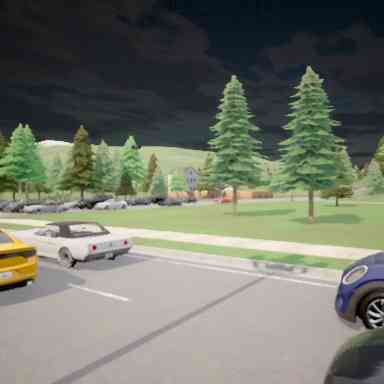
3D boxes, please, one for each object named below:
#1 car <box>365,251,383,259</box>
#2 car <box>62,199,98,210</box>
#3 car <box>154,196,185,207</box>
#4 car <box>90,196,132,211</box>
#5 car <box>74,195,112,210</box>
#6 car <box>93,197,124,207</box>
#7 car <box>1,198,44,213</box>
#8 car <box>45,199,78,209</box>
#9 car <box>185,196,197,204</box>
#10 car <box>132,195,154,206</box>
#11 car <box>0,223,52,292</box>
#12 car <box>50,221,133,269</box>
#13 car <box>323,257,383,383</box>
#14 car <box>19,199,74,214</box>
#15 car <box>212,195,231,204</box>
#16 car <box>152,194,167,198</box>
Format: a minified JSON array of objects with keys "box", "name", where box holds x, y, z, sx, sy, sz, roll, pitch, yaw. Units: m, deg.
[{"box":[4.634,1.348,4.970,4.553,1.767,2.097,0,0,36],"name":"car"},{"box":[-16.226,1.776,48.444,1.895,1.301,4.718,0,0,36],"name":"car"},{"box":[-3.583,1.709,53.868,1.994,1.385,4.181,0,0,36],"name":"car"},{"box":[-10.650,1.671,44.205,1.812,1.442,4.674,0,0,36],"name":"car"},{"box":[-13.366,1.381,46.433,2.150,2.045,5.566,0,0,36],"name":"car"},{"box":[-14.290,1.681,57.008,2.128,1.511,4.902,0,0,36],"name":"car"},{"box":[-19.013,1.512,38.702,2.097,1.767,4.553,0,0,36],"name":"car"},{"box":[-19.553,1.753,49.823,1.994,1.385,4.181,0,0,36],"name":"car"},{"box":[-0.806,1.665,69.368,2.128,1.511,4.902,0,0,36],"name":"car"},{"box":[-9.561,1.722,57.550,2.033,1.411,5.357,0,0,36],"name":"car"},{"box":[-5.764,1.517,8.097,5.008,1.535,1.882,0,0,35],"name":"car"},{"box":[-4.322,1.643,11.370,4.718,1.301,1.895,0,0,35],"name":"car"},{"box":[3.232,1.498,1.668,4.892,1.490,1.837,0,0,35],"name":"car"},{"box":[-16.036,1.746,36.840,1.895,1.301,4.718,0,0,36],"name":"car"},{"box":[5.987,1.494,66.803,2.097,1.767,4.553,0,0,36],"name":"car"},{"box":[-7.087,1.413,66.761,2.150,2.045,5.566,0,-1,36],"name":"car"}]
